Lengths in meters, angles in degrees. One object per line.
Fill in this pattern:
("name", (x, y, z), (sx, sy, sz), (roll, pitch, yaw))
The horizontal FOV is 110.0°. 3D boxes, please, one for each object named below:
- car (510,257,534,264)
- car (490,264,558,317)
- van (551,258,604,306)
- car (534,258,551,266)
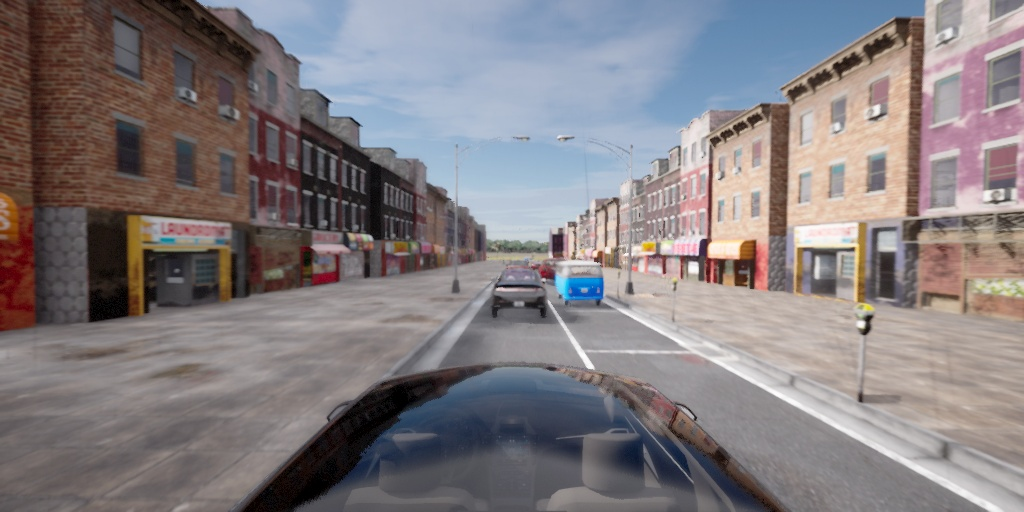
("car", (0.552, 1.091, 29.684), (2.097, 1.767, 4.553), (0, 0, 1))
("car", (0.264, 1.237, 13.217), (2.128, 1.511, 4.902), (0, 0, 1))
("van", (2.838, 1.105, 15.685), (1.690, 1.789, 3.998), (0, 0, 1))
("car", (3.031, 1.074, 26.748), (2.192, 1.841, 5.009), (0, 0, 1))
